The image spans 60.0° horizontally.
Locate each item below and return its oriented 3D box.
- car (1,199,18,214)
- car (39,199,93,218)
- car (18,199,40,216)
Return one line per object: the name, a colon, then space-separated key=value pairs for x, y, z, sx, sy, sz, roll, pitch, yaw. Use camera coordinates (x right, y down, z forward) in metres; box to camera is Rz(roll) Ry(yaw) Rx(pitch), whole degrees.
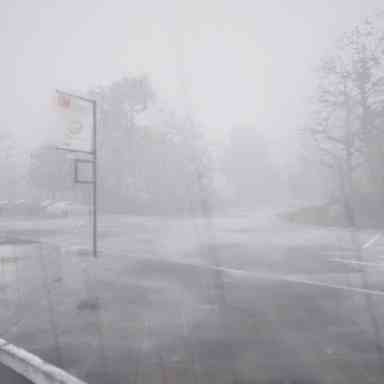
car: x=-16.175 y=1.493 z=34.072 sx=2.231 sy=1.521 sz=4.892 roll=0 pitch=0 yaw=36
car: x=-10.947 y=1.526 z=30.342 sx=2.002 sy=1.452 sz=4.674 roll=0 pitch=0 yaw=36
car: x=-13.505 y=1.489 z=32.178 sx=2.097 sy=1.535 sz=5.008 roll=0 pitch=0 yaw=36
